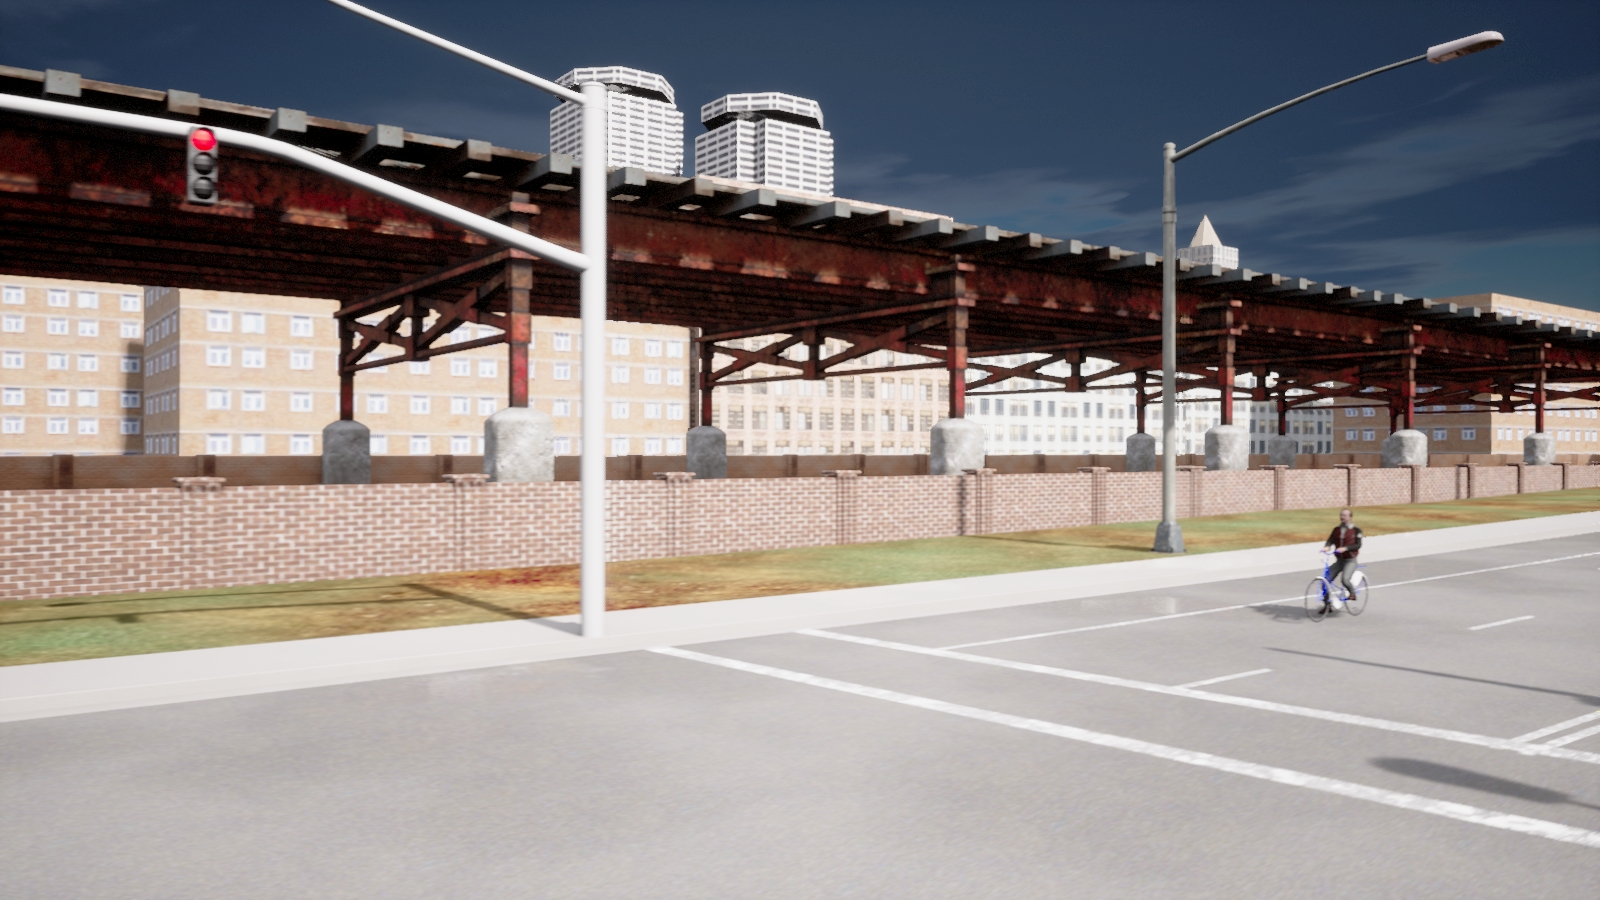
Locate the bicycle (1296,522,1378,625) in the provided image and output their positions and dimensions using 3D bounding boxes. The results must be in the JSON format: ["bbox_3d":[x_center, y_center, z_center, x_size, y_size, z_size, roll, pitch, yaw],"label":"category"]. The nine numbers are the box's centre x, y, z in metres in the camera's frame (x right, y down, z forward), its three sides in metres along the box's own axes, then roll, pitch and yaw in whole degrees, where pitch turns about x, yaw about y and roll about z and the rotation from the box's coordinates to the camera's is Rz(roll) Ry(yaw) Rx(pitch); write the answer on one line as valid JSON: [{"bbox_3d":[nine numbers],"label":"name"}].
[{"bbox_3d":[8.654,1.955,18.374,1.835,1.496,0.329,0,0,-35],"label":"bicycle"}]
